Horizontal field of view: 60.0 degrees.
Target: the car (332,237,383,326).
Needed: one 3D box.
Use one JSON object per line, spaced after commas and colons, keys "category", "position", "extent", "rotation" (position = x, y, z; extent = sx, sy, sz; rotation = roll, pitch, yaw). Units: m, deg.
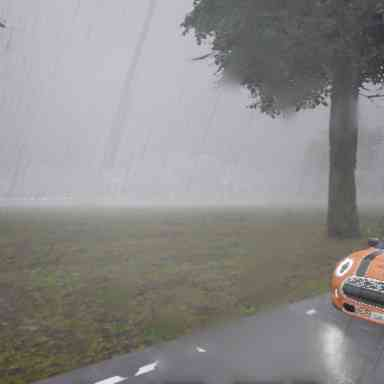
{"category": "car", "position": [4.745, 1.360, 6.461], "extent": [4.553, 1.767, 2.097], "rotation": [0, 0, -36]}
